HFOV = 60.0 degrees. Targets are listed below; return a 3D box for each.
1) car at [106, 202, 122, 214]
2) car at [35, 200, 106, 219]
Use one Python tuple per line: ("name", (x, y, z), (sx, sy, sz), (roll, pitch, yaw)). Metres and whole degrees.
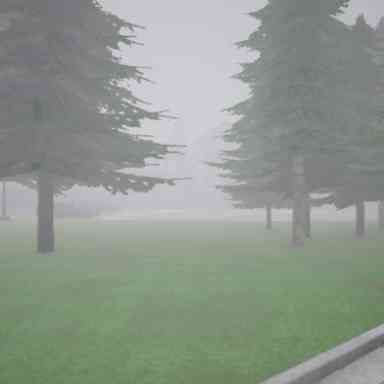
("car", (-10.218, 1.558, 35.474), (5.357, 1.411, 2.033), (0, 0, 3))
("car", (-10.517, 1.556, 28.480), (5.357, 1.411, 2.033), (0, 0, 3))
